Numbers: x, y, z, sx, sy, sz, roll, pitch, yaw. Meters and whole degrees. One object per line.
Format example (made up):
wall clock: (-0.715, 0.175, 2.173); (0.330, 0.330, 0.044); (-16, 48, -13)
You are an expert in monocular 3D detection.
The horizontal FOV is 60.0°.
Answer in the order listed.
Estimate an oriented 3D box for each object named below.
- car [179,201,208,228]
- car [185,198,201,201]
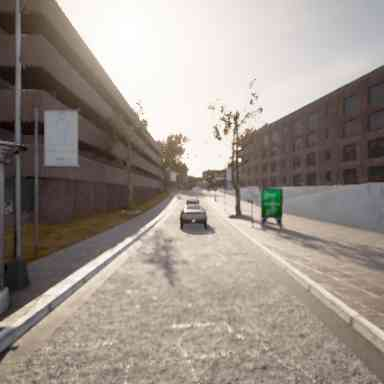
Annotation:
car: (0.106, 1.630, 23.609); (2.128, 1.511, 4.902); (0, 0, 0)
car: (0.111, 1.423, 42.148); (1.812, 1.442, 4.674); (0, 1, 0)
